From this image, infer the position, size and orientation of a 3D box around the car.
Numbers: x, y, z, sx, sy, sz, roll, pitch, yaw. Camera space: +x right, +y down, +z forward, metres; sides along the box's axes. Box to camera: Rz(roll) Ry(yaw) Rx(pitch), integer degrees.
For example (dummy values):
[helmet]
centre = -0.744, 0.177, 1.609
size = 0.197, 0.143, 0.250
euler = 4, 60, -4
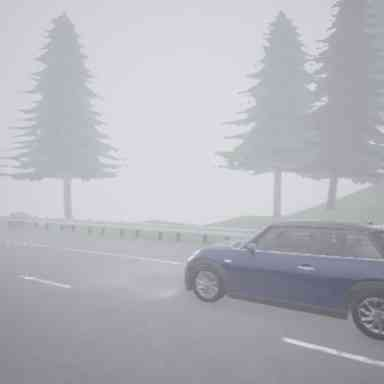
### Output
[car]
centre = 2.024, 1.337, 6.688
size = 4.553, 1.767, 2.097
euler = -1, 0, 35
